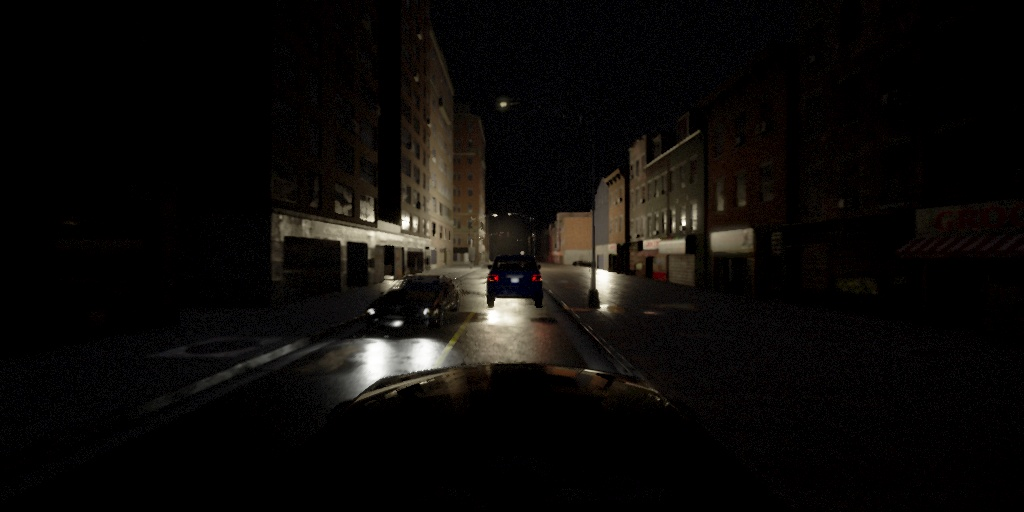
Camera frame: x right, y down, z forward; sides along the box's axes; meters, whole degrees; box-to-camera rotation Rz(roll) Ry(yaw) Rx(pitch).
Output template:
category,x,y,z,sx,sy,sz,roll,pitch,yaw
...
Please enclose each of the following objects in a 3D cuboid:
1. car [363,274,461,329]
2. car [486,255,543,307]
category,x,y,z,sx,sy,sz,roll,pitch,yaw
car,-2.832,1.289,11.522,2.033,1.411,5.357,0,0,0
car,0.104,0.959,15.496,2.150,2.045,5.566,0,0,0
